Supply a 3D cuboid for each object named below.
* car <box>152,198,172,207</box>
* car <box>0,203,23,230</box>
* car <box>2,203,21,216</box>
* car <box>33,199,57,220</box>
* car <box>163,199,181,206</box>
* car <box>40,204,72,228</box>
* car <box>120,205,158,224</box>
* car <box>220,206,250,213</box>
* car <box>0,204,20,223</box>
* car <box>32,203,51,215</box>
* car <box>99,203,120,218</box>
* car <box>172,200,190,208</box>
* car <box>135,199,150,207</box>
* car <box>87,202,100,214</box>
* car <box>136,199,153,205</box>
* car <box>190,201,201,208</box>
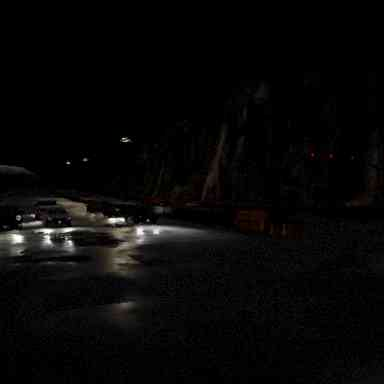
[{"bbox_3d":[-6.029,2.379,63.124,1.837,1.490,4.892,1,0,-27],"label":"car"},{"bbox_3d":[-13.402,1.770,24.013,2.097,1.767,4.553,1,-1,-28],"label":"car"},{"bbox_3d":[-23.213,2.177,42.849,2.033,1.411,5.357,1,0,-27],"label":"car"},{"bbox_3d":[-15.405,1.803,35.400,2.150,2.045,5.566,1,-1,-28],"label":"car"},{"bbox_3d":[-4.618,2.431,75.597,2.033,1.411,5.357,1,0,-27],"label":"car"},{"bbox_3d":[-10.922,1.990,26.809,1.812,1.442,4.674,1,-1,-28],"label":"car"},{"bbox_3d":[-4.694,2.124,30.001,1.895,1.301,4.718,1,-1,-28],"label":"car"},{"bbox_3d":[4.613,2.181,35.254,1.994,1.385,4.181,1,-1,-27],"label":"car"},{"bbox_3d":[-17.681,2.009,32.181,1.882,1.535,5.008,1,-1,-27],"label":"car"},{"bbox_3d":[-20.496,2.212,45.213,2.033,1.411,5.357,1,-1,-28],"label":"car"},{"bbox_3d":[-8.745,2.194,37.757,1.994,1.385,4.181,1,-1,-28],"label":"car"},{"bbox_3d":[-2.924,2.381,64.739,1.882,1.535,5.008,1,0,-27],"label":"car"},{"bbox_3d":[-10.830,2.332,72.372,1.837,1.490,4.892,1,0,-27],"label":"car"},{"bbox_3d":[-13.520,2.192,46.987,1.882,1.535,5.008,1,-1,-27],"label":"car"},{"bbox_3d":[-9.340,2.409,61.906,1.994,1.385,4.181,1,0,-27],"label":"car"},{"bbox_3d":[-0.023,2.534,66.746,1.895,1.301,4.718,1,0,-27],"label":"car"}]
